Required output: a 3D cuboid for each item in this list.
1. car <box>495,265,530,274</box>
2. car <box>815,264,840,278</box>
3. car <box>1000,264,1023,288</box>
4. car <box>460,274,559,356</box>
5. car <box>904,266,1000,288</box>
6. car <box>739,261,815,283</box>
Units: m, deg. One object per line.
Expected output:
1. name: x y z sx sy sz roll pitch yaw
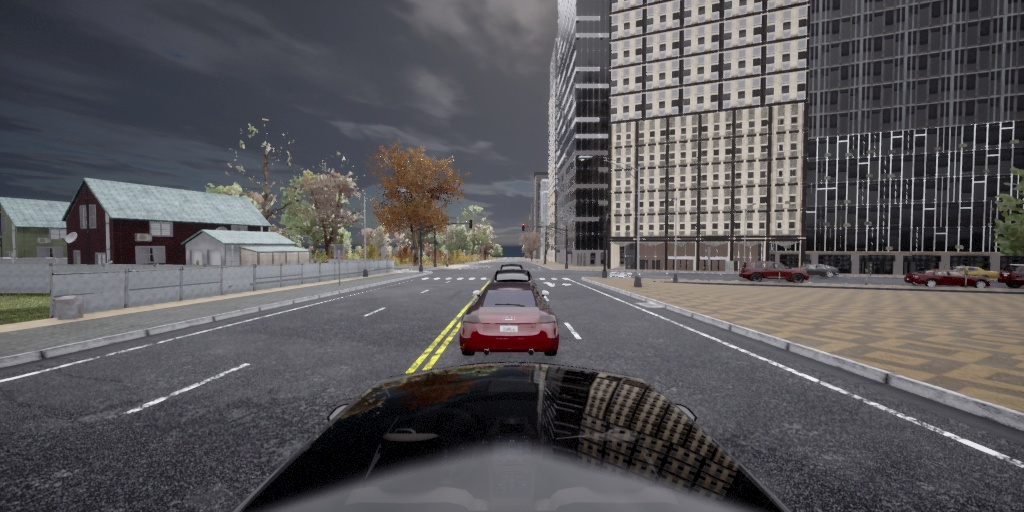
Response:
1. car: 0.029 1.250 14.007 1.837 1.490 4.892 0 0 0
2. car: 31.001 1.469 37.157 4.403 1.370 2.007 0 0 20
3. car: 38.952 1.531 25.872 5.009 1.841 2.192 0 0 20
4. car: -0.033 1.311 8.622 1.994 1.385 4.181 0 0 1
5. car: 33.626 1.715 27.814 4.507 1.381 1.888 0 0 20
6. car: 22.975 1.394 31.698 5.009 1.841 2.192 0 0 20
